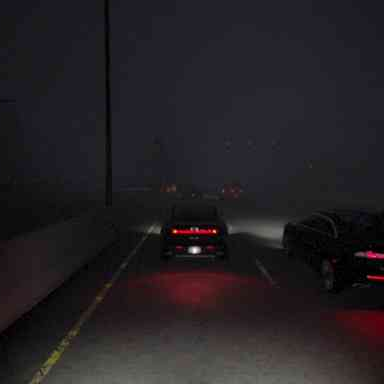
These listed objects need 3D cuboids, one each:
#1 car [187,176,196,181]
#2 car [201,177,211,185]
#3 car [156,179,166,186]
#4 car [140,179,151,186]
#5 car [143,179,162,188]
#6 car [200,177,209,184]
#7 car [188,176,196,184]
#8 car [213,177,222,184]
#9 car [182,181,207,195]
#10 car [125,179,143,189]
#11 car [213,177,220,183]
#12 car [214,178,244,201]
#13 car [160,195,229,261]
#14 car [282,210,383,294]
[{"bbox_3d":[-0.075,-2.435,79.880,2.033,1.411,5.357,0,3,0],"label":"car"},{"bbox_3d":[3.425,-2.477,79.881,1.837,1.490,4.892,0,3,0],"label":"car"},{"bbox_3d":[-7.071,-2.196,75.643,1.994,1.385,4.181,0,3,0],"label":"car"},{"bbox_3d":[-10.571,-2.266,75.537,1.882,1.535,5.008,0,3,0],"label":"car"},{"bbox_3d":[-7.097,-1.465,59.739,1.882,1.535,5.008,0,3,1],"label":"car"},{"bbox_3d":[3.415,-3.244,90.246,2.097,1.767,4.553,0,3,0],"label":"car"},{"bbox_3d":[-0.085,-3.377,90.296,2.150,2.045,5.566,0,3,0],"label":"car"},{"bbox_3d":[6.915,-3.244,90.249,2.097,1.767,4.553,0,3,0],"label":"car"},{"bbox_3d":[0.064,-0.025,31.616,2.128,1.511,4.902,0,3,0],"label":"car"},{"bbox_3d":[-10.592,-1.388,59.604,2.033,1.411,5.357,0,3,1],"label":"car"},{"bbox_3d":[6.924,-2.673,81.096,2.097,1.767,4.553,0,3,0],"label":"car"},{"bbox_3d":[3.563,-0.151,31.342,2.097,1.767,4.553,0,3,0],"label":"car"},{"bbox_3d":[0.066,1.054,10.427,1.837,1.490,4.892,0,2,0],"label":"car"},{"bbox_3d":[3.558,1.167,7.918,2.128,1.511,4.902,0,3,0],"label":"car"}]
